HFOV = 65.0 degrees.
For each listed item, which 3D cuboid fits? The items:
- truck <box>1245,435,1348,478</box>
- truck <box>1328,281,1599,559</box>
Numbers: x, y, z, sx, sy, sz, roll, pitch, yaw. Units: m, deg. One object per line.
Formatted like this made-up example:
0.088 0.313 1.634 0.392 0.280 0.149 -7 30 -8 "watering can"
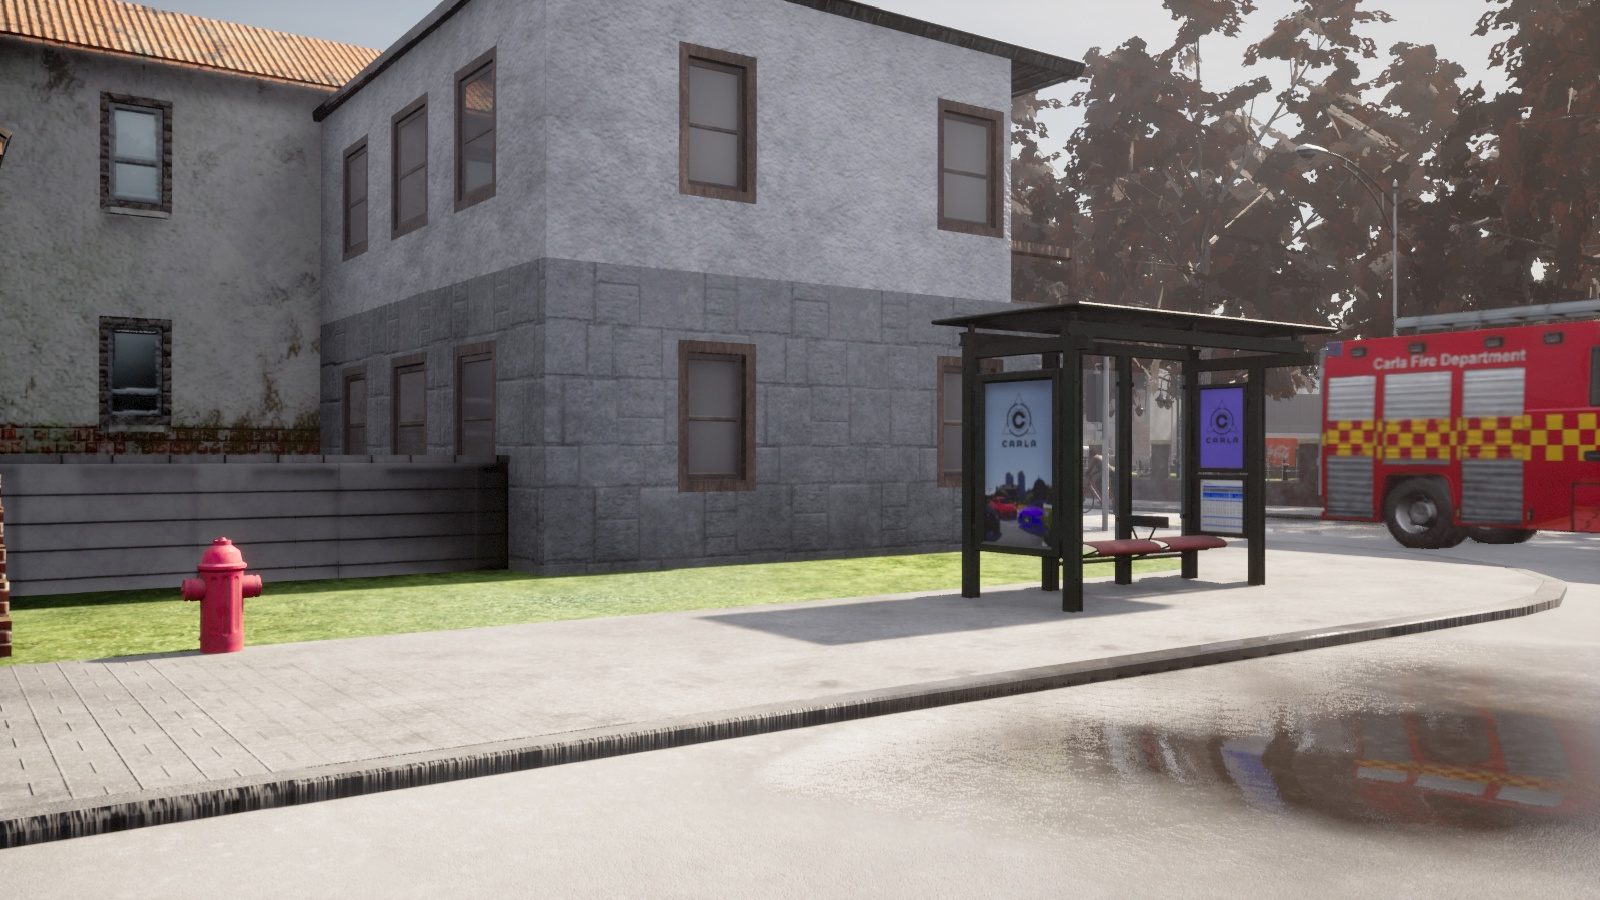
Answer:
30.369 0.354 76.892 2.627 2.467 5.204 0 2 -35 "truck"
12.245 -0.402 18.073 2.891 3.827 8.468 1 -1 -31 "truck"
